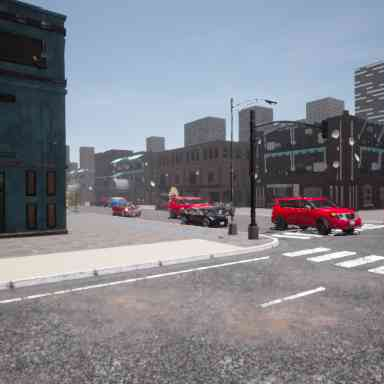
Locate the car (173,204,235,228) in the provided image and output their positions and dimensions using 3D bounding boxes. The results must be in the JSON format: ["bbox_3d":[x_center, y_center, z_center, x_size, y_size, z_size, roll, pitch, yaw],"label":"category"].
[{"bbox_3d":[0.811,1.814,24.695,1.947,1.339,4.313,-2,0,-36],"label":"car"}]

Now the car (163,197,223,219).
[{"bbox_3d":[-0.009,1.505,30.516,2.150,2.045,5.566,-1,-1,-36],"label":"car"}]

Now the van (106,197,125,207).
[{"bbox_3d":[-13.214,1.907,58.946,1.690,1.788,3.998,-1,0,-36],"label":"van"}]

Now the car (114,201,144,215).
[{"bbox_3d":[-7.957,1.942,41.664,1.837,1.490,4.892,-1,-1,-35],"label":"car"}]

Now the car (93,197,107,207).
[{"bbox_3d":[-16.432,1.940,63.449,2.192,1.841,5.009,-1,0,-36],"label":"car"}]

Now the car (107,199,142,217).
[{"bbox_3d":[-7.159,1.846,36.057,1.967,1.590,4.097,-1,0,-36],"label":"car"}]

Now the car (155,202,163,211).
[{"bbox_3d":[-3.555,1.966,45.434,1.802,1.307,4.206,-2,0,-36],"label":"car"}]

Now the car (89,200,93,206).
[{"bbox_3d":[-19.644,2.228,67.954,1.887,1.381,4.507,-1,0,-36],"label":"car"}]

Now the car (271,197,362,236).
[{"bbox_3d":[7.064,1.330,19.621,2.150,2.045,5.566,0,-2,-26],"label":"car"}]

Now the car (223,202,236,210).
[{"bbox_3d":[2.879,1.809,36.426,2.008,1.369,4.403,-2,0,-36],"label":"car"}]
